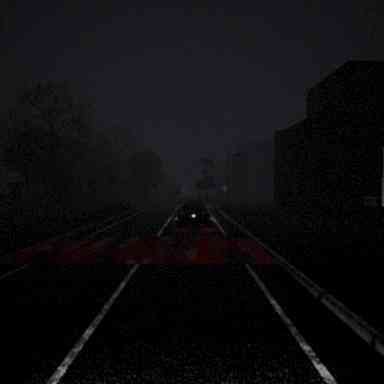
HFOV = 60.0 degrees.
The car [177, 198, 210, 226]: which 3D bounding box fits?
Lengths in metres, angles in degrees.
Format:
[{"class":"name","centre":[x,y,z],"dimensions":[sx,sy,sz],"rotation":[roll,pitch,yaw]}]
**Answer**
[{"class":"car","centre":[0.094,1.339,21.407],"dimensions":[1.994,1.385,4.181],"rotation":[0,1,0]}]

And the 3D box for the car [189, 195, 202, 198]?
[{"class":"car","centre":[0.386,1.103,37.150],"dimensions":[1.812,1.442,4.674],"rotation":[0,1,3]}]
